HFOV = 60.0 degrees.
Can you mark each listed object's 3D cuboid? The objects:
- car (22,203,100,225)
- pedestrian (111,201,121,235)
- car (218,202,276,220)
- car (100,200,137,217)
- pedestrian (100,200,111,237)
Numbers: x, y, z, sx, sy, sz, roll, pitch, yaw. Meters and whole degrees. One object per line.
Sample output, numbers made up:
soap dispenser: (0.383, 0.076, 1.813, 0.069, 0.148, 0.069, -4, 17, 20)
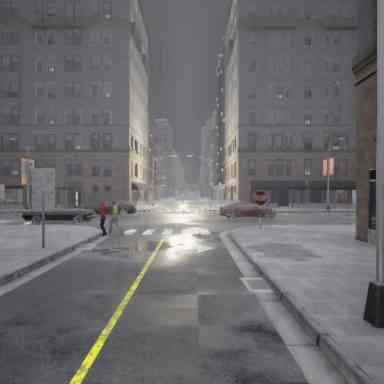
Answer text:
car: (-9.387, 1.619, 23.881, 4.718, 1.301, 1.895, 0, 0, 0)
pedestrian: (-4.032, 1.294, 17.199, 0.375, 1.860, 0.375, 0, 0, 0)
car: (4.466, 1.521, 27.129, 4.674, 1.442, 1.812, 0, 0, 0)
car: (-7.615, 1.486, 30.582, 5.008, 1.535, 1.882, 0, 0, 0)
pedestrian: (-4.421, 1.294, 16.599, 0.375, 1.860, 0.375, 0, 0, 0)
